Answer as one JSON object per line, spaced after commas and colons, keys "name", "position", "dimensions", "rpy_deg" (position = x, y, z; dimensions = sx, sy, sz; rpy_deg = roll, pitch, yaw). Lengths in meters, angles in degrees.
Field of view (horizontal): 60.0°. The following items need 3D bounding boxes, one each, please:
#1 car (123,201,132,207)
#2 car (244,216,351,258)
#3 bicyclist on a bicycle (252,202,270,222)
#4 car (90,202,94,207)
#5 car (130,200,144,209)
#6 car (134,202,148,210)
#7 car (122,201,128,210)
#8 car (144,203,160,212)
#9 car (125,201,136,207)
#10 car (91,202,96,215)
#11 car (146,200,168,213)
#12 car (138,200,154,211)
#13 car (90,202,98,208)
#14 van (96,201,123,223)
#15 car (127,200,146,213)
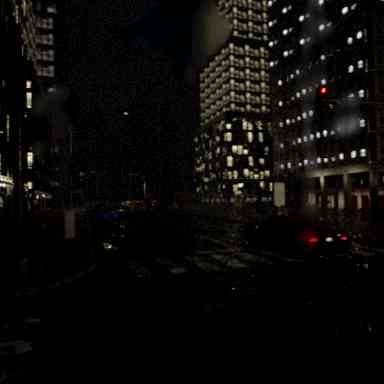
{"name": "car", "position": [-16.972, 3.105, 87.343], "dimensions": [1.752, 1.417, 4.829], "rpy_deg": [-1, -1, -18]}
{"name": "car", "position": [3.969, 1.704, 13.656], "dimensions": [2.033, 1.411, 5.357], "rpy_deg": [-1, -1, -15]}
{"name": "bicyclist on a bicycle", "position": [5.547, 1.605, 26.836], "dimensions": [1.656, 1.620, 0.582], "rpy_deg": [-1, -1, -18]}
{"name": "car", "position": [-14.734, 2.622, 52.977], "dimensions": [2.008, 1.369, 4.403], "rpy_deg": [-1, -1, -18]}
{"name": "car", "position": [-11.842, 2.576, 71.366], "dimensions": [2.192, 1.841, 5.009], "rpy_deg": [-1, -1, -18]}
{"name": "car", "position": [-10.144, 2.721, 66.089], "dimensions": [1.947, 1.339, 4.313], "rpy_deg": [-1, -1, -18]}
{"name": "car", "position": [-11.603, 2.679, 62.144], "dimensions": [2.033, 1.411, 5.357], "rpy_deg": [-1, -1, -18]}
{"name": "car", "position": [-6.757, 2.489, 55.543], "dimensions": [1.887, 1.381, 4.507], "rpy_deg": [-1, -1, -18]}
{"name": "car", "position": [-15.226, 3.022, 81.908], "dimensions": [2.008, 1.369, 4.403], "rpy_deg": [-1, -1, -18]}
{"name": "car", "position": [-13.040, 2.532, 47.704], "dimensions": [1.947, 1.339, 4.313], "rpy_deg": [-1, -1, -18]}
{"name": "car", "position": [-5.067, 2.154, 50.273], "dimensions": [2.192, 1.841, 5.009], "rpy_deg": [-1, -1, -18]}
{"name": "car", "position": [-8.455, 2.365, 60.820], "dimensions": [2.192, 1.841, 5.009], "rpy_deg": [-1, -1, -18]}
{"name": "car", "position": [-24.896, 3.286, 84.615], "dimensions": [1.802, 1.307, 4.206], "rpy_deg": [-1, -1, -18]}
{"name": "van", "position": [-7.963, 1.989, 31.889], "dimensions": [1.690, 1.788, 3.998], "rpy_deg": [-1, -1, -18]}
{"name": "car", "position": [-8.509, 2.416, 52.500], "dimensions": [1.882, 1.535, 5.008], "rpy_deg": [-1, -1, -18]}
